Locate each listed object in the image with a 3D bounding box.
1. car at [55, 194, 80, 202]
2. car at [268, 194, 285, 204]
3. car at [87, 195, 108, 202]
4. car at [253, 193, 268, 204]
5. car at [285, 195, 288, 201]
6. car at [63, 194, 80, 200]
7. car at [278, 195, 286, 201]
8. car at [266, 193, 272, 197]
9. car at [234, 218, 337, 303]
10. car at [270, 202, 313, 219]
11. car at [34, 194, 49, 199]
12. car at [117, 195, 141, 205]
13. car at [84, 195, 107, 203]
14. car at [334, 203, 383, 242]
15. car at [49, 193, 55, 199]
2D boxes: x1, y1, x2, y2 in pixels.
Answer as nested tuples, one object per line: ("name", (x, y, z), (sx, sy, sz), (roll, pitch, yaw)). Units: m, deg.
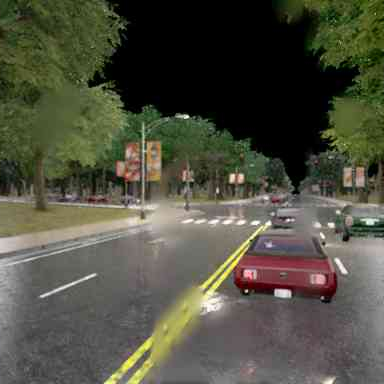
("car", (-25.467, 1.262, 67.882), (4.674, 1.442, 1.812), (0, 0, 41))
("car", (15.758, 1.558, 61.643), (1.895, 1.301, 4.718), (0, 0, 18))
("car", (-19.015, 1.286, 66.754), (4.674, 1.442, 1.812), (0, 0, 41))
("car", (12.614, 1.483, 62.575), (1.812, 1.442, 4.674), (0, 0, 20))
("car", (18.828, 1.491, 71.157), (2.033, 1.411, 5.357), (0, 0, 18))
("car", (-28.573, 1.236, 79.121), (4.181, 1.385, 1.994), (0, 0, 41))
("car", (21.976, 1.469, 81.025), (1.812, 1.442, 4.674), (0, 0, 18))
("car", (15.854, 1.476, 72.526), (1.812, 1.442, 4.674), (0, 0, 18))
("car", (2.354, 1.594, 8.301), (1.895, 1.301, 4.718), (0, 0, 17))
("car", (5.115, 1.491, 17.139), (1.837, 1.490, 4.892), (0, 0, 17))
("car", (-38.593, 1.209, 83.445), (4.181, 1.385, 1.994), (0, 0, 41))
("car", (-10.410, 1.326, 54.867), (4.902, 1.511, 2.128), (0, 0, 41))
("car", (-17.783, 1.387, 61.214), (4.718, 1.301, 1.895), (0, 0, 41))
("car", (8.242, 1.337, 16.239), (2.097, 1.767, 4.553), (0, 0, 17))
("car", (-36.158, 1.027, 85.638), (5.357, 1.411, 2.033), (0, 0, 41))
